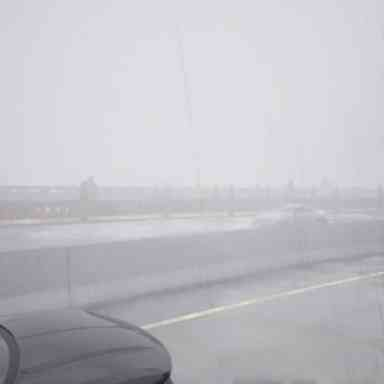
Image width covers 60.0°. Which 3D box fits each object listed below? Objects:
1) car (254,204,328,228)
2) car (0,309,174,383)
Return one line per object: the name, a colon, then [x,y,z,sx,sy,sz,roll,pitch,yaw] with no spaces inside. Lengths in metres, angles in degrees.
car: [5.785,1.448,19.231,4.674,1.442,1.812,0,0,-26]
car: [-2.405,1.464,1.888,5.008,1.535,1.882,0,0,-36]
